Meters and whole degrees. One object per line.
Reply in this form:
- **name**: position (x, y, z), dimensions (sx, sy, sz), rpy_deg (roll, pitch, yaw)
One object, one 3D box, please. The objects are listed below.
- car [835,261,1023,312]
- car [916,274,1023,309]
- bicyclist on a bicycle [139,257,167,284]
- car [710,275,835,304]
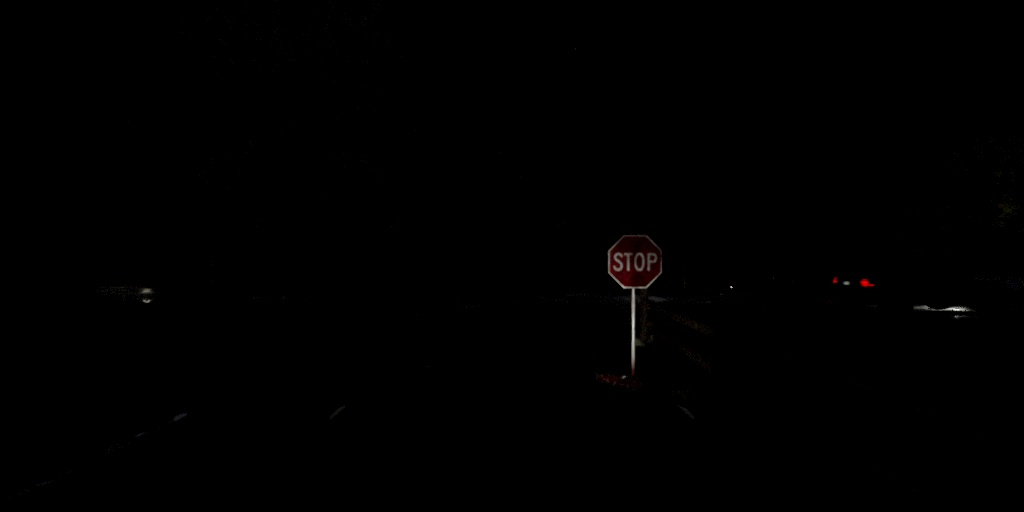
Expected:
- **car**: position (16.422, 1.247, 14.554), dimensions (5.566, 2.045, 2.150), rpy_deg (1, 0, 4)
- **car**: position (23.194, 1.666, 17.090), dimensions (5.357, 1.411, 2.033), rpy_deg (1, 0, 2)
- **bicyclist on a bicycle**: position (-21.988, 0.886, 22.009), dimensions (0.582, 1.620, 1.656), rpy_deg (1, 0, 2)
- **car**: position (12.374, 1.559, 17.452), dimensions (4.718, 1.301, 1.895), rpy_deg (1, 0, 0)
